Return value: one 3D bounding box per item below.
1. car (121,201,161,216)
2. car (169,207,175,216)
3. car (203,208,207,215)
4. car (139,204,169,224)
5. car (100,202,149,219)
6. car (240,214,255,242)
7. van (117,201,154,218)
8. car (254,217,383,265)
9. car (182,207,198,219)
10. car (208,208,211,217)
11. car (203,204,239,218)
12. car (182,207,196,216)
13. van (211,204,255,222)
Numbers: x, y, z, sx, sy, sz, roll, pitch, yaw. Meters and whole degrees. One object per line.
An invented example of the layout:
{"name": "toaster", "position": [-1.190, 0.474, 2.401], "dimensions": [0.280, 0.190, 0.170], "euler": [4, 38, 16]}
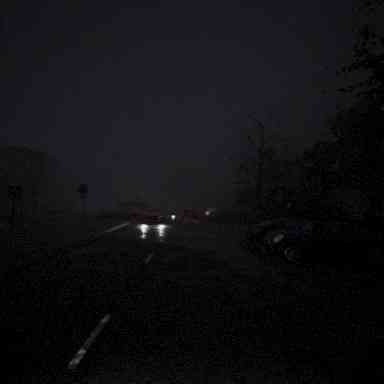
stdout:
{"name": "car", "position": [-7.531, 2.527, 49.985], "dimensions": [5.566, 2.045, 2.435], "euler": [2, -3, -1]}
{"name": "car", "position": [-3.730, 3.175, 54.932], "dimensions": [1.812, 1.442, 4.674], "euler": [2, -3, -1]}
{"name": "car", "position": [4.700, 2.778, 48.485], "dimensions": [5.566, 2.045, 2.435], "euler": [2, -3, -1]}
{"name": "car", "position": [-3.529, 2.162, 31.775], "dimensions": [1.882, 1.535, 5.008], "euler": [2, -2, -1]}
{"name": "car", "position": [-7.610, 2.261, 37.837], "dimensions": [5.366, 1.575, 1.946], "euler": [2, -2, -1]}
{"name": "car", "position": [5.034, 2.055, 16.525], "dimensions": [4.674, 1.452, 2.002], "euler": [2, -1, -1]}
{"name": "van", "position": [-7.369, 2.280, 43.798], "dimensions": [4.442, 1.987, 1.878], "euler": [2, -2, -1]}
{"name": "car", "position": [5.117, 1.825, 13.360], "dimensions": [4.553, 1.767, 2.185], "euler": [2, -1, 0]}
{"name": "car", "position": [-0.211, 2.658, 42.982], "dimensions": [1.882, 1.535, 5.008], "euler": [2, -3, -1]}
{"name": "car", "position": [4.999, 2.679, 40.106], "dimensions": [5.366, 1.575, 1.946], "euler": [2, -2, -1]}
{"name": "car", "position": [4.614, 3.046, 53.941], "dimensions": [5.566, 2.045, 2.435], "euler": [2, -3, -1]}
{"name": "car", "position": [-0.450, 3.389, 57.991], "dimensions": [2.128, 1.511, 4.902], "euler": [1, -3, 3]}
{"name": "van", "position": [4.734, 2.345, 37.319], "dimensions": [4.442, 1.987, 1.878], "euler": [2, -2, -1]}
